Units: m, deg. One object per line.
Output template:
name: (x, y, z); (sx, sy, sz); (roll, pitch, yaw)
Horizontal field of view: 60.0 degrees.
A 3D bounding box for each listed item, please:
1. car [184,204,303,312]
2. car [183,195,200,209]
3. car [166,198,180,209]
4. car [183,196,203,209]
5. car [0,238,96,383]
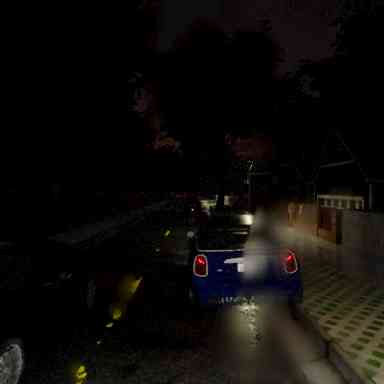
car: (0.942, 1.320, 7.878); (2.097, 1.767, 4.553); (-2, 0, 0)
car: (-0.033, 1.379, 45.943); (2.097, 1.767, 4.553); (0, 0, 2)
car: (-2.675, 1.575, 47.124); (2.033, 1.411, 5.357); (0, 0, 0)
car: (0.085, 1.530, 35.980); (1.837, 1.490, 4.892); (0, 0, 1)
car: (-2.841, 1.525, 5.097); (1.812, 1.442, 4.674); (0, 0, 0)
